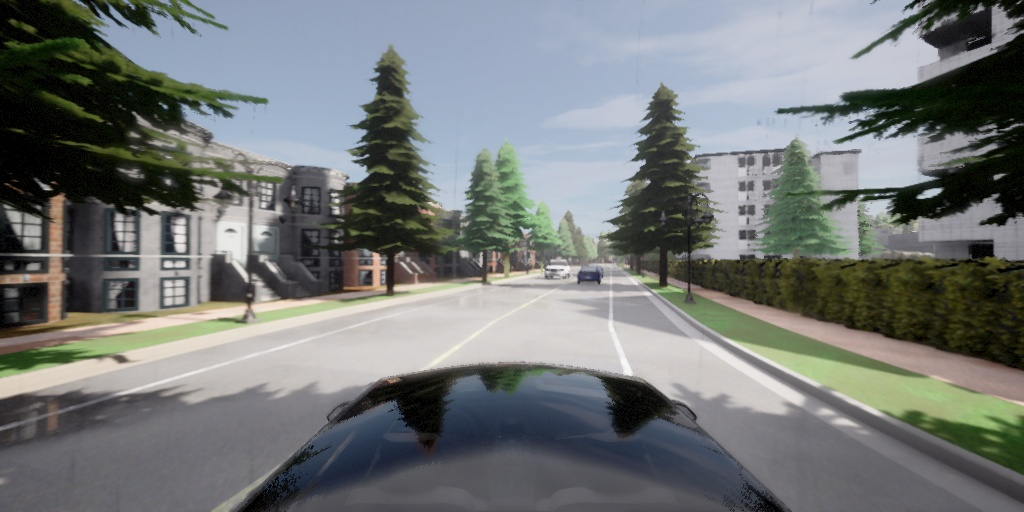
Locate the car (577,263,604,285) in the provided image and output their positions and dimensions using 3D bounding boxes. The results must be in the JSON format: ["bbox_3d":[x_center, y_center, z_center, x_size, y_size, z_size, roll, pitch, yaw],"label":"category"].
[{"bbox_3d":[6.791,1.606,31.304,1.882,1.535,5.008,0,-1,15],"label":"car"}]

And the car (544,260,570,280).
[{"bbox_3d":[4.917,1.423,38.438,2.150,2.045,5.566,0,-1,15],"label":"car"}]

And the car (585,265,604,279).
[{"bbox_3d":[9.861,1.822,42.501,2.033,1.411,5.357,0,-1,15],"label":"car"}]
